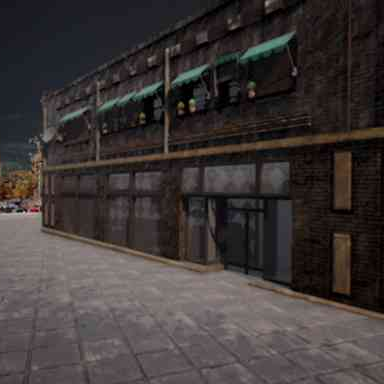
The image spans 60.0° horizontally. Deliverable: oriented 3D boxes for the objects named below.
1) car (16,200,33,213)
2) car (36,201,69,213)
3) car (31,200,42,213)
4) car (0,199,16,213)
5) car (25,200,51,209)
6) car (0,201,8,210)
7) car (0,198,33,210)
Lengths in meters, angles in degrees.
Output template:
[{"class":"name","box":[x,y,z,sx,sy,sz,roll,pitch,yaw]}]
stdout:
[{"class":"car","box":[-25.359,2.262,46.427,4.792,1.488,2.163,1,-2,18]},{"class":"car","box":[-22.852,2.385,54.398,4.553,1.767,2.185,1,-1,18]},{"class":"car","box":[-24.560,2.363,49.097,4.792,1.488,2.163,1,-2,18]},{"class":"car","box":[-26.208,1.998,43.781,4.553,1.767,2.185,1,-2,18]},{"class":"car","box":[-31.929,2.487,68.869,4.553,1.767,2.185,1,-1,18]},{"class":"car","box":[-35.148,2.358,58.182,5.366,1.575,1.946,1,-2,18]},{"class":"car","box":[-33.637,2.251,63.559,5.566,2.045,2.435,1,-1,18]}]
